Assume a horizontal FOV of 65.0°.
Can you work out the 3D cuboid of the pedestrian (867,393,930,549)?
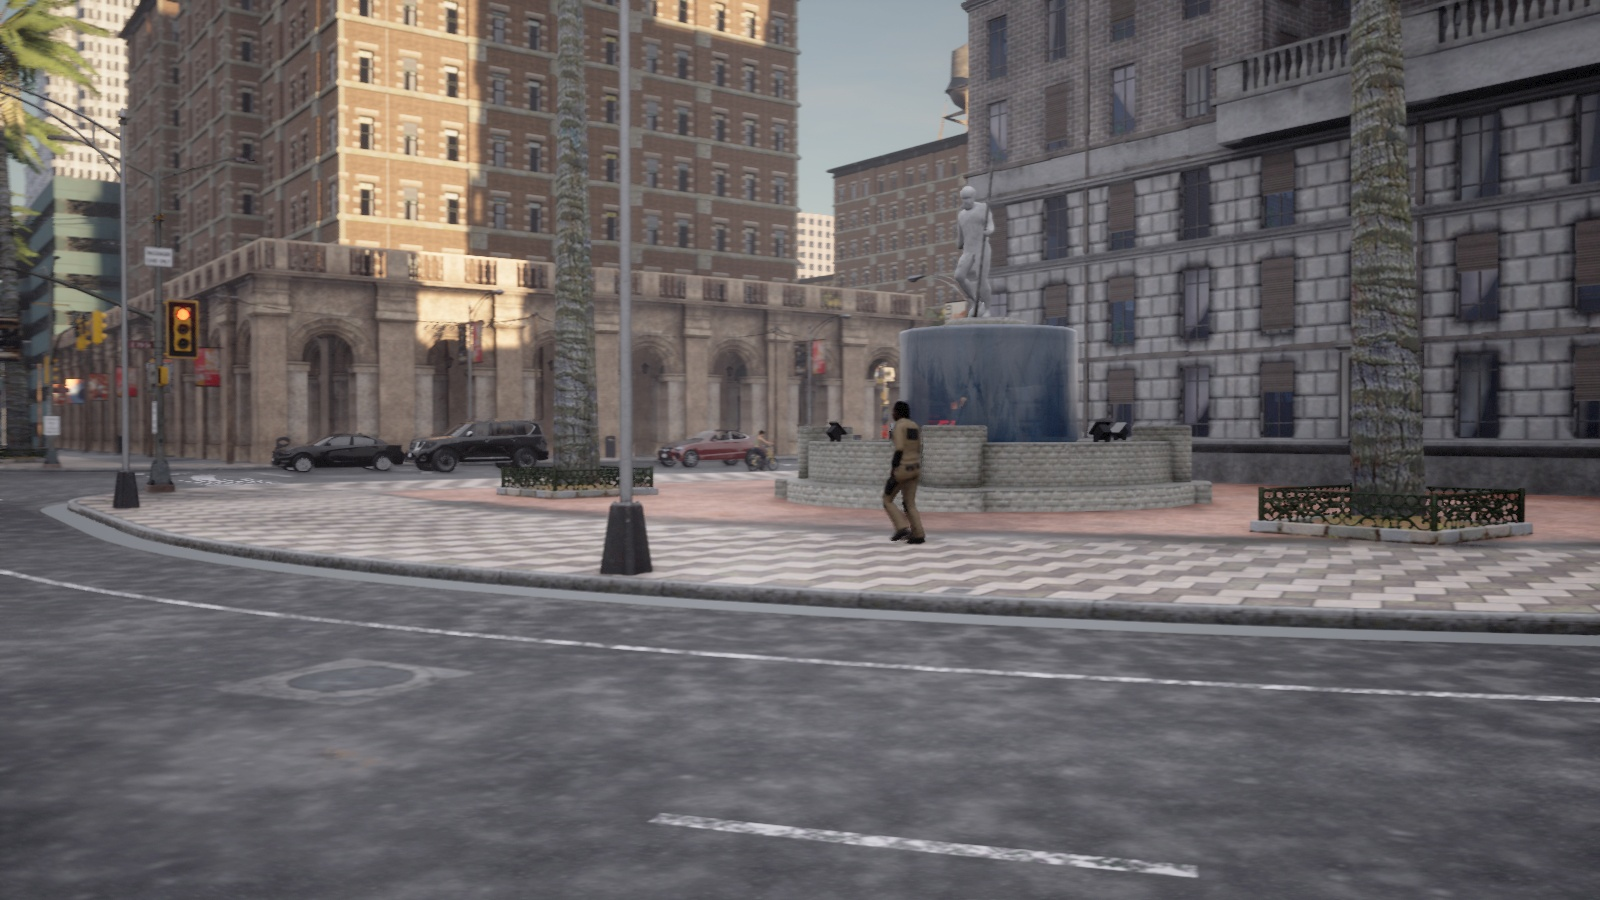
[{"bbox_3d":[1.236,0.253,15.848,0.396,1.930,0.692,-1,1,-45],"label":"pedestrian"}]

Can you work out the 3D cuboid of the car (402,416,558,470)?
[{"bbox_3d":[-12.627,-0.268,49.734,5.566,2.045,2.150,0,1,-36],"label":"car"}]

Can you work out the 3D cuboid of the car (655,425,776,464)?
[{"bbox_3d":[-3.763,-0.259,56.246,5.027,1.651,2.152,0,1,-36],"label":"car"}]

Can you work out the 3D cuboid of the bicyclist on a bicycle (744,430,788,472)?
[{"bbox_3d":[-1.345,0.021,49.302,1.509,1.612,0.866,0,1,-36],"label":"bicyclist on a bicycle"}]

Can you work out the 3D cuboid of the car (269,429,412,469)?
[{"bbox_3d":[-18.234,-0.051,49.906,5.008,1.535,1.882,0,1,-36],"label":"car"}]
